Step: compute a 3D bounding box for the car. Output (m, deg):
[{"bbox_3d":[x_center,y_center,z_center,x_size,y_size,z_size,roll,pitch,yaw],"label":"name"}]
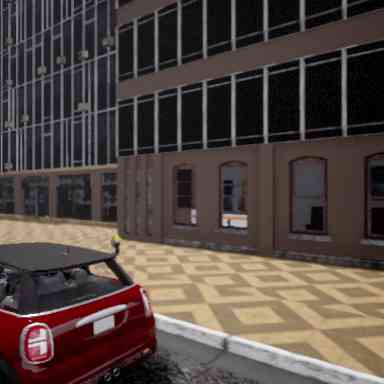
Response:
[{"bbox_3d":[-2.515,1.433,4.672,4.097,1.590,1.967,0,0,36],"label":"car"}]
